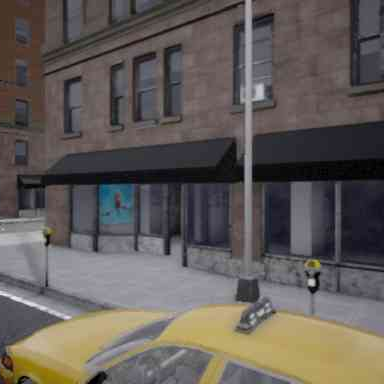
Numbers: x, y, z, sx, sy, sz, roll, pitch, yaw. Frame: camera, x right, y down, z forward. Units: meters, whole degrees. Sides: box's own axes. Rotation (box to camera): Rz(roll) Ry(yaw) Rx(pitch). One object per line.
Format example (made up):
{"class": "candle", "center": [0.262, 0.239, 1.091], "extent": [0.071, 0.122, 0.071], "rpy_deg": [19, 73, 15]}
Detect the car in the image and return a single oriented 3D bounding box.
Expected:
{"class": "car", "center": [0.259, 1.521, 2.626], "extent": [4.829, 1.417, 1.752], "rpy_deg": [0, 0, 36]}
